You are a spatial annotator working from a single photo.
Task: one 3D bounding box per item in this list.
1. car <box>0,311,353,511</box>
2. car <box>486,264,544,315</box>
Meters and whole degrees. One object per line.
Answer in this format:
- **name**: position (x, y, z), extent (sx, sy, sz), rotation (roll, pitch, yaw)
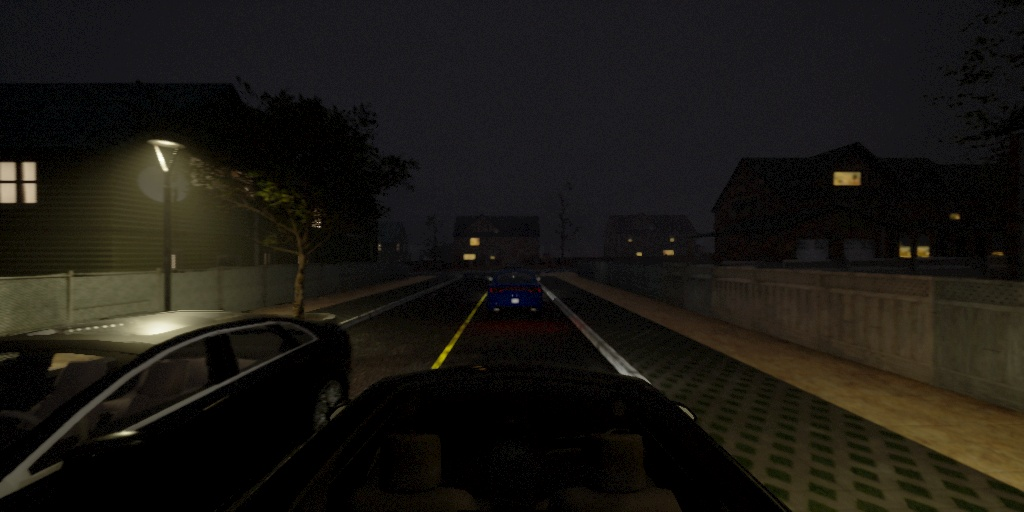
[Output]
- **car**: position (-2.850, 1.242, 2.434), extent (2.128, 1.511, 4.902), rotation (0, 0, 0)
- **car**: position (0.099, 1.236, 13.594), extent (1.882, 1.535, 5.008), rotation (0, 0, 0)
